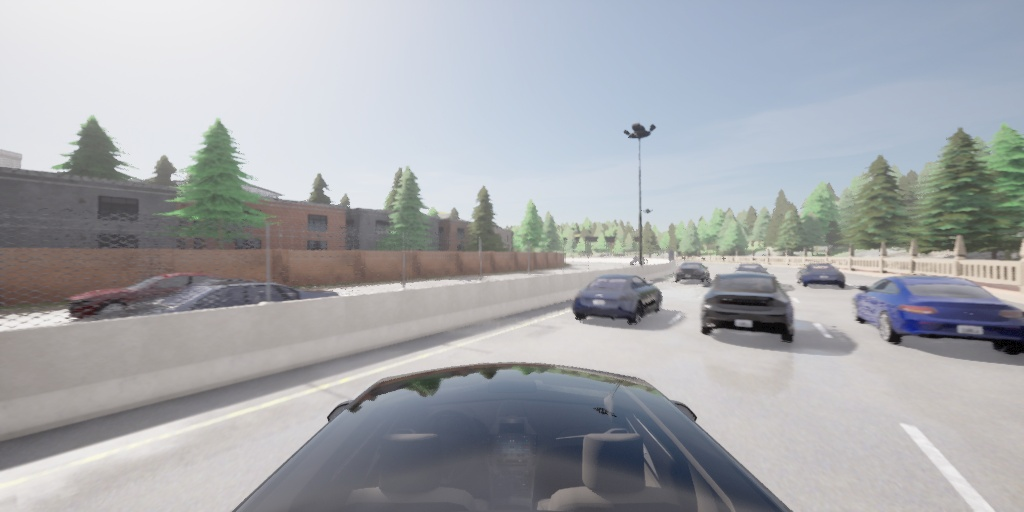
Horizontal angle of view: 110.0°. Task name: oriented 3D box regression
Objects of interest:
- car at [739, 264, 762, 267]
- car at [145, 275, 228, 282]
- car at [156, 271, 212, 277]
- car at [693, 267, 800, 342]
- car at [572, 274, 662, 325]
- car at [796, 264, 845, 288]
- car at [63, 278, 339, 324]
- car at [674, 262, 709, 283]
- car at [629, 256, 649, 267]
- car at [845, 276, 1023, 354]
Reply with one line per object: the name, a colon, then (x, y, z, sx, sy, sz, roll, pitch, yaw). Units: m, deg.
car: (15.809, 1.181, 23.790, 1.994, 1.385, 4.181, -1, 0, 34)
car: (-9.550, 1.419, 11.570, 1.994, 1.385, 4.181, -1, 0, 34)
car: (-12.573, 1.364, 13.349, 1.882, 1.535, 5.008, -1, 0, 34)
car: (6.343, 1.200, 9.744, 1.837, 1.490, 4.892, -1, 0, 34)
car: (3.616, 1.289, 11.959, 1.994, 1.385, 4.181, -1, 0, 34)
car: (18.876, 1.149, 22.079, 1.994, 1.385, 4.181, -1, 0, 34)
car: (-7.091, 1.375, 8.957, 2.033, 1.411, 5.357, -1, 0, 34)
car: (13.199, 1.171, 26.204, 1.812, 1.442, 4.674, -1, 0, 34)
car: (15.230, 0.758, 42.915, 1.837, 1.490, 4.892, -1, 0, 28)
car: (9.729, 1.187, 8.532, 1.812, 1.442, 4.674, -1, 0, 34)
